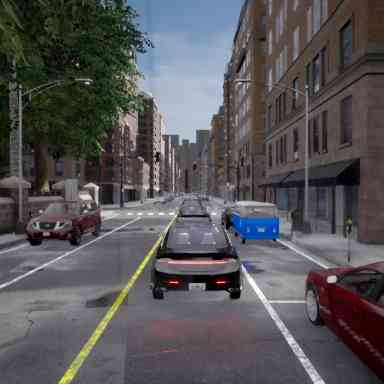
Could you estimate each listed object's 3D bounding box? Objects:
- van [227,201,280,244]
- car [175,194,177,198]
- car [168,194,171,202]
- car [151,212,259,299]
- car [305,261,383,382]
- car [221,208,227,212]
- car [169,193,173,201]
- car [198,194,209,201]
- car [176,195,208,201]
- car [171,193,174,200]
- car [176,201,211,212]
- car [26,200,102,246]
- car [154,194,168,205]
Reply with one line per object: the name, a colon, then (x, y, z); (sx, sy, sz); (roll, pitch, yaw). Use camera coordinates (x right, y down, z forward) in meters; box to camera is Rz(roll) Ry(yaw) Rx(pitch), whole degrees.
van: (2.848, 1.336, 15.509); (1.690, 1.788, 3.998); (0, 0, 0)
car: (-5.709, 1.496, 86.408); (2.008, 1.369, 4.403); (0, 0, 0)
car: (-5.699, 1.501, 64.604); (2.008, 1.369, 4.403); (0, 0, 0)
car: (0.096, 1.490, 8.409); (2.128, 1.511, 4.902); (0, 0, 0)
car: (2.853, 1.544, 4.188); (1.887, 1.381, 4.507); (0, 0, 0)
car: (2.846, 1.557, 21.169); (1.947, 1.339, 4.313); (0, 0, 0)
car: (-5.702, 1.493, 70.055); (1.887, 1.381, 4.507); (0, 0, 0)
car: (2.820, 1.386, 75.546); (1.967, 1.590, 4.097); (0, 0, 0)
car: (-0.014, 1.338, 27.526); (2.097, 1.767, 4.553); (0, 0, 0)
car: (-5.704, 1.491, 75.506); (1.887, 1.381, 4.507); (0, 0, 0)
car: (0.090, 1.485, 18.348); (2.128, 1.511, 4.902); (0, 0, 0)
car: (-5.677, 1.310, 15.465); (2.192, 1.841, 5.009); (0, 0, 0)
car: (-5.697, 1.480, 58.984); (1.752, 1.417, 4.829); (0, 0, 0)
